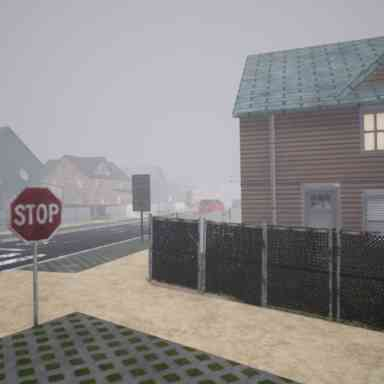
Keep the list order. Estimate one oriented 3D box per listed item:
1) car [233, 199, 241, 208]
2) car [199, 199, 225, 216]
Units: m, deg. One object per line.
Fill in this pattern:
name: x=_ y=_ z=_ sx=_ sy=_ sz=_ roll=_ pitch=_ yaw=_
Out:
car: x=8.675 y=2.281 z=59.503 sx=2.150 sy=2.045 sz=5.566 roll=-1 pitch=-2 yaw=17
car: x=2.410 y=1.873 z=39.245 sx=2.150 sy=2.045 sz=5.566 roll=-1 pitch=-1 yaw=17
